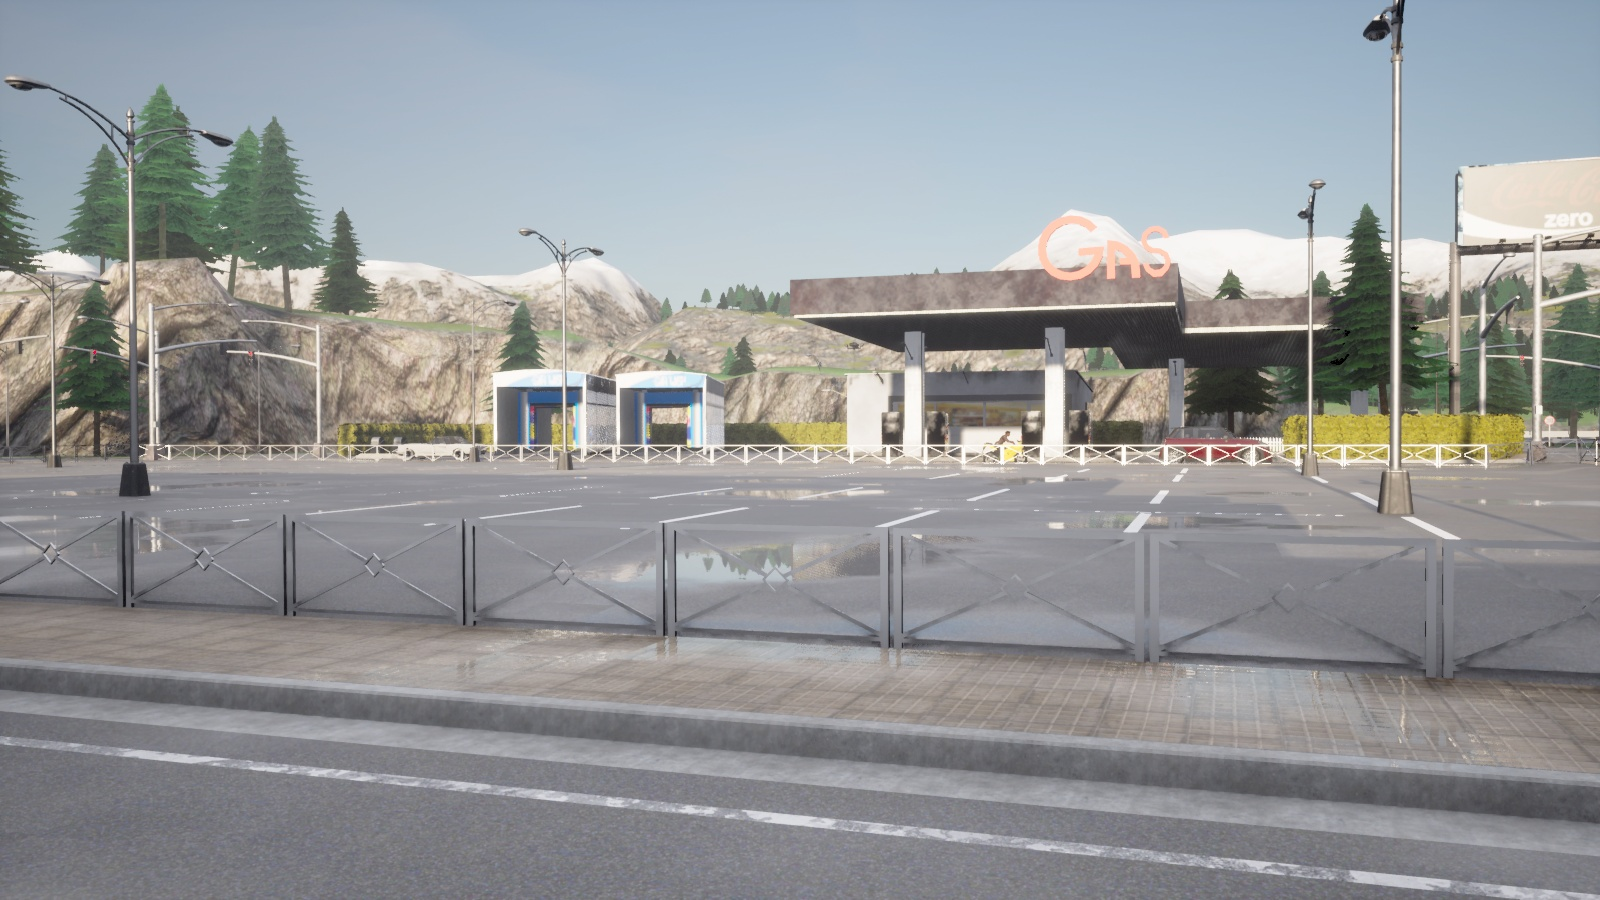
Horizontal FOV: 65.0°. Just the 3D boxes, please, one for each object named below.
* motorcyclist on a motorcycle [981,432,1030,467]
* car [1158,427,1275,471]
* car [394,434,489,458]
[{"bbox_3d":[9.109,-0.035,55.754,2.044,1.523,0.797,1,1,19],"label":"motorcyclist on a motorcycle"},{"bbox_3d":[17.513,-0.081,52.873,4.553,1.767,2.097,1,1,19],"label":"car"},{"bbox_3d":[-19.868,-0.249,69.730,4.718,1.301,1.895,0,1,8],"label":"car"}]
